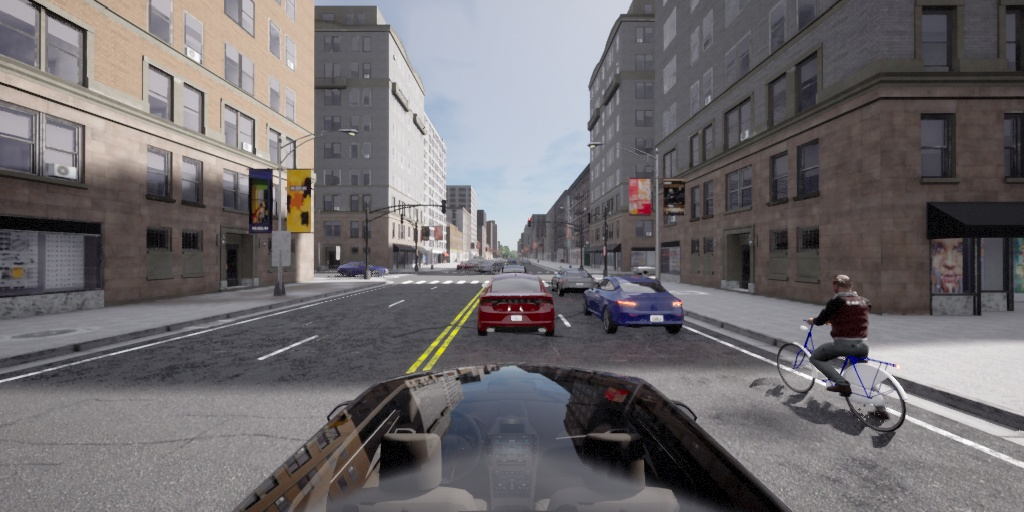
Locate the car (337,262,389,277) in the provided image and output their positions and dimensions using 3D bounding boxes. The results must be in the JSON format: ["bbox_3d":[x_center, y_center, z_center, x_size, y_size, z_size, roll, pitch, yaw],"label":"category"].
[{"bbox_3d":[-14.214,1.265,34.296,4.674,1.442,1.812,0,0,0],"label":"car"}]

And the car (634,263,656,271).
[{"bbox_3d":[15.048,1.407,37.146,4.718,1.301,1.895,0,0,1],"label":"car"}]

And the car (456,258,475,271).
[{"bbox_3d":[-6.608,1.364,50.356,1.895,1.301,4.718,0,0,0],"label":"car"}]

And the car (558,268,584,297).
[{"bbox_3d":[3.249,1.316,19.173,1.994,1.385,4.181,0,0,0],"label":"car"}]

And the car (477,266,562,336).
[{"bbox_3d":[0.101,1.228,10.437,1.882,1.535,5.008,0,0,0],"label":"car"}]

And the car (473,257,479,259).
[{"bbox_3d":[-6.591,1.270,59.458,1.837,1.490,4.892,0,0,0],"label":"car"}]

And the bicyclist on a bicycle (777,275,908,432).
[{"bbox_3d":[4.146,1.121,4.700,0.659,1.776,1.843,0,0,0],"label":"bicyclist on a bicycle"}]

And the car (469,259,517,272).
[{"bbox_3d":[-1.891,1.311,40.133,2.033,1.411,5.357,0,0,38],"label":"car"}]

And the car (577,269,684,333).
[{"bbox_3d":[3.346,1.276,10.574,1.812,1.442,4.674,0,0,0],"label":"car"}]

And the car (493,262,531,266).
[{"bbox_3d":[0.100,1.257,19.920,1.837,1.490,4.892,0,0,0],"label":"car"}]
